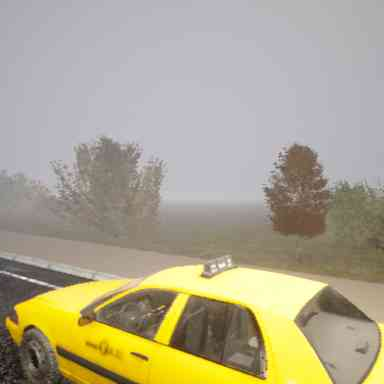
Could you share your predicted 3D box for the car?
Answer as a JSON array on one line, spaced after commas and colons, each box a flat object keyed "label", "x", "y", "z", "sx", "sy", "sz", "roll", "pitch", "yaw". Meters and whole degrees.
[{"label": "car", "x": 0.028, "y": 1.456, "z": 3.541, "sx": 5.366, "sy": 1.575, "sz": 1.801, "roll": 0, "pitch": 0, "yaw": 35}]
